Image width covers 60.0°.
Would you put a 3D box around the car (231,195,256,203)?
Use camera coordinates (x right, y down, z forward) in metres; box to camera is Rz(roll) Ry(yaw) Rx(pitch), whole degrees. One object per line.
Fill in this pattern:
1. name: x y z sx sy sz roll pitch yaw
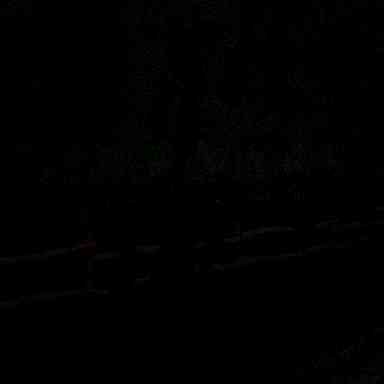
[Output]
1. car: 8.561 1.261 55.364 4.181 1.385 1.994 0 0 25

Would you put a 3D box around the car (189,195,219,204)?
1. car: 1.982 1.246 54.820 4.892 1.490 1.837 0 0 17
